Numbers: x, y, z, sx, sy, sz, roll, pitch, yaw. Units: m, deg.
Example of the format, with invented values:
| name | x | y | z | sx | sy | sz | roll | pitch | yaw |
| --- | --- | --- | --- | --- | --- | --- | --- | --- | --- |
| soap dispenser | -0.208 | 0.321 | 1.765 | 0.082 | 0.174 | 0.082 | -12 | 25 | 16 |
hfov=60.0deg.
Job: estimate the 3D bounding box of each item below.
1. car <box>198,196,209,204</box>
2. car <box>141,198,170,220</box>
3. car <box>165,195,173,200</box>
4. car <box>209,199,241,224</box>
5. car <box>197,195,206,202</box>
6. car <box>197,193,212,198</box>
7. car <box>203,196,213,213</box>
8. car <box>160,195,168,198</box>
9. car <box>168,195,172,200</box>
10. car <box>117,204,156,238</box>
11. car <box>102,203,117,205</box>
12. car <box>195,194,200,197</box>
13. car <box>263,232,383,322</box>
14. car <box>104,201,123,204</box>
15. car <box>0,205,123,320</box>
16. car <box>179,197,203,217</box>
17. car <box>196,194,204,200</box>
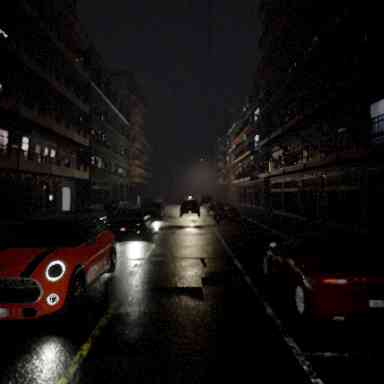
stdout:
| name | x | y | z | sx | sy | sz | roll | pitch | yaw |
| --- | --- | --- | --- | --- | --- | --- | --- | --- | --- |
| car | 2.185 | 1.490 | 64.033 | 2.008 | 1.369 | 4.403 | 0 | 0 | 0 |
| car | -3.269 | 1.524 | 28.031 | 2.033 | 1.411 | 5.357 | 0 | 0 | 0 |
| car | -6.424 | 1.480 | 92.373 | 1.887 | 1.381 | 4.507 | 0 | 0 | 0 |
| car | 2.504 | 1.497 | 24.426 | 1.752 | 1.417 | 4.829 | 0 | 0 | 0 |
| car | 2.093 | 1.477 | 75.397 | 1.887 | 1.381 | 4.507 | 0 | 0 | 0 |
| car | 2.277 | 1.262 | 52.668 | 2.192 | 1.841 | 5.009 | 0 | 0 | 0 |
| car | 2.413 | 1.486 | 35.790 | 1.752 | 1.417 | 4.829 | 0 | 0 | 0 |
| car | -6.195 | 1.533 | 63.962 | 1.802 | 1.307 | 4.206 | 0 | 0 | 0 |
| car | -6.287 | 1.510 | 75.327 | 1.947 | 1.339 | 4.313 | 0 | 0 | 0 |
| car | -3.226 | 1.551 | 17.471 | 1.994 | 1.385 | 4.181 | 0 | 0 | 0 |
| car | -5.828 | 1.540 | 18.503 | 2.008 | 1.369 | 4.403 | 0 | 0 | 0 |
| car | -0.306 | 1.446 | 47.322 | 2.128 | 1.511 | 4.902 | 0 | 0 | 0 |
| car | 2.747 | 1.533 | 7.213 | 1.887 | 1.381 | 4.507 | 0 | 0 | 0 |
| car | -5.873 | 1.424 | 24.186 | 1.967 | 1.590 | 4.097 | 0 | 0 | 0 |
| car | -3.151 | 1.349 | 7.589 | 2.097 | 1.767 | 4.553 | 0 | 0 | 0 |
| car | -0.180 | 1.475 | 31.170 | 1.837 | 1.490 | 4.892 | 0 | 0 | 0 |
| car | 2.002 | 1.366 | 86.761 | 1.967 | 1.590 | 4.097 | 0 | 0 | 0 |
